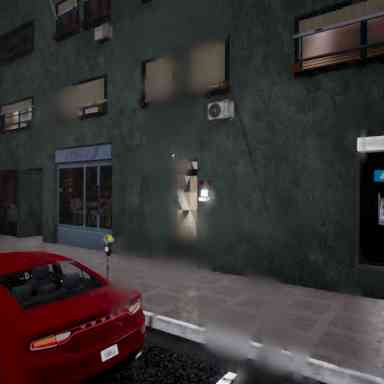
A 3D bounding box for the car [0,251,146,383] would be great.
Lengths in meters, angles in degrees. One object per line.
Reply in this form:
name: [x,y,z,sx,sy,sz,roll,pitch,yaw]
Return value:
car: [-2.676,1.544,4.772,4.507,1.381,1.887,0,0,35]
